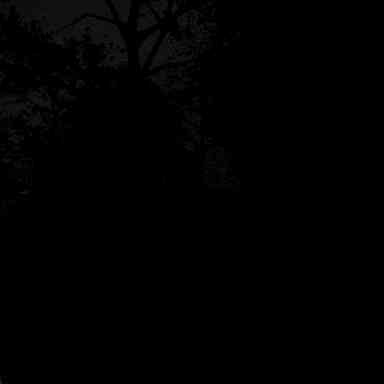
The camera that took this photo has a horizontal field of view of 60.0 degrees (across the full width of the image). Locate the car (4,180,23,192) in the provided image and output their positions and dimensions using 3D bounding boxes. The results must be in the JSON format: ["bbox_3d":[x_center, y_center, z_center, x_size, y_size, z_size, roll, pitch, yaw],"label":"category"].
[{"bbox_3d":[-26.154,-0.928,48.946,2.128,1.511,4.902,0,3,-25],"label":"car"}]

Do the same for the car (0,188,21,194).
[{"bbox_3d":[-22.162,-0.401,39.623,2.128,1.511,4.902,0,3,-22],"label":"car"}]
